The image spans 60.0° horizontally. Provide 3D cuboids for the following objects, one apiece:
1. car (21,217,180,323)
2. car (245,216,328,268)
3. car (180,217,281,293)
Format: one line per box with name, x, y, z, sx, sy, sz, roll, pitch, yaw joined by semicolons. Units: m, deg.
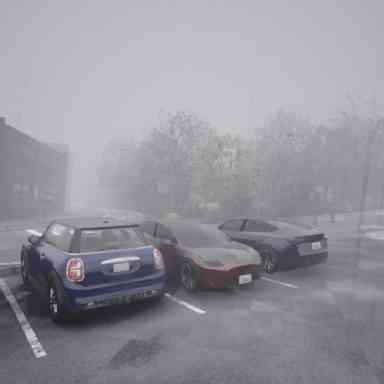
car;-2.486;1.357;7.635;2.185;1.767;4.553;0;0;-35
car;2.015;1.502;10.917;2.163;1.488;4.792;0;0;-35
car;-0.218;1.507;9.254;2.163;1.488;4.792;0;0;-35
